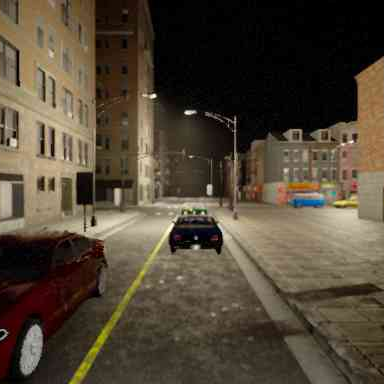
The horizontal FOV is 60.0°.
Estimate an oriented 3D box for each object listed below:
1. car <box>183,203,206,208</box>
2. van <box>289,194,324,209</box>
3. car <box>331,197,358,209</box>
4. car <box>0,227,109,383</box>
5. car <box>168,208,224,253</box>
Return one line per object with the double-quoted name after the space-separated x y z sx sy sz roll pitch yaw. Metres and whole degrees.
0.186 1.466 25.665 1.895 1.301 4.718 0 0 1 "car"
13.874 1.131 40.124 3.998 1.788 1.690 0 0 0 "van"
19.316 1.312 40.098 4.829 1.417 1.752 0 0 0 "car"
-2.824 1.447 5.596 1.882 1.535 5.008 0 0 0 "car"
0.144 1.531 13.234 1.895 1.301 4.718 0 0 0 "car"
